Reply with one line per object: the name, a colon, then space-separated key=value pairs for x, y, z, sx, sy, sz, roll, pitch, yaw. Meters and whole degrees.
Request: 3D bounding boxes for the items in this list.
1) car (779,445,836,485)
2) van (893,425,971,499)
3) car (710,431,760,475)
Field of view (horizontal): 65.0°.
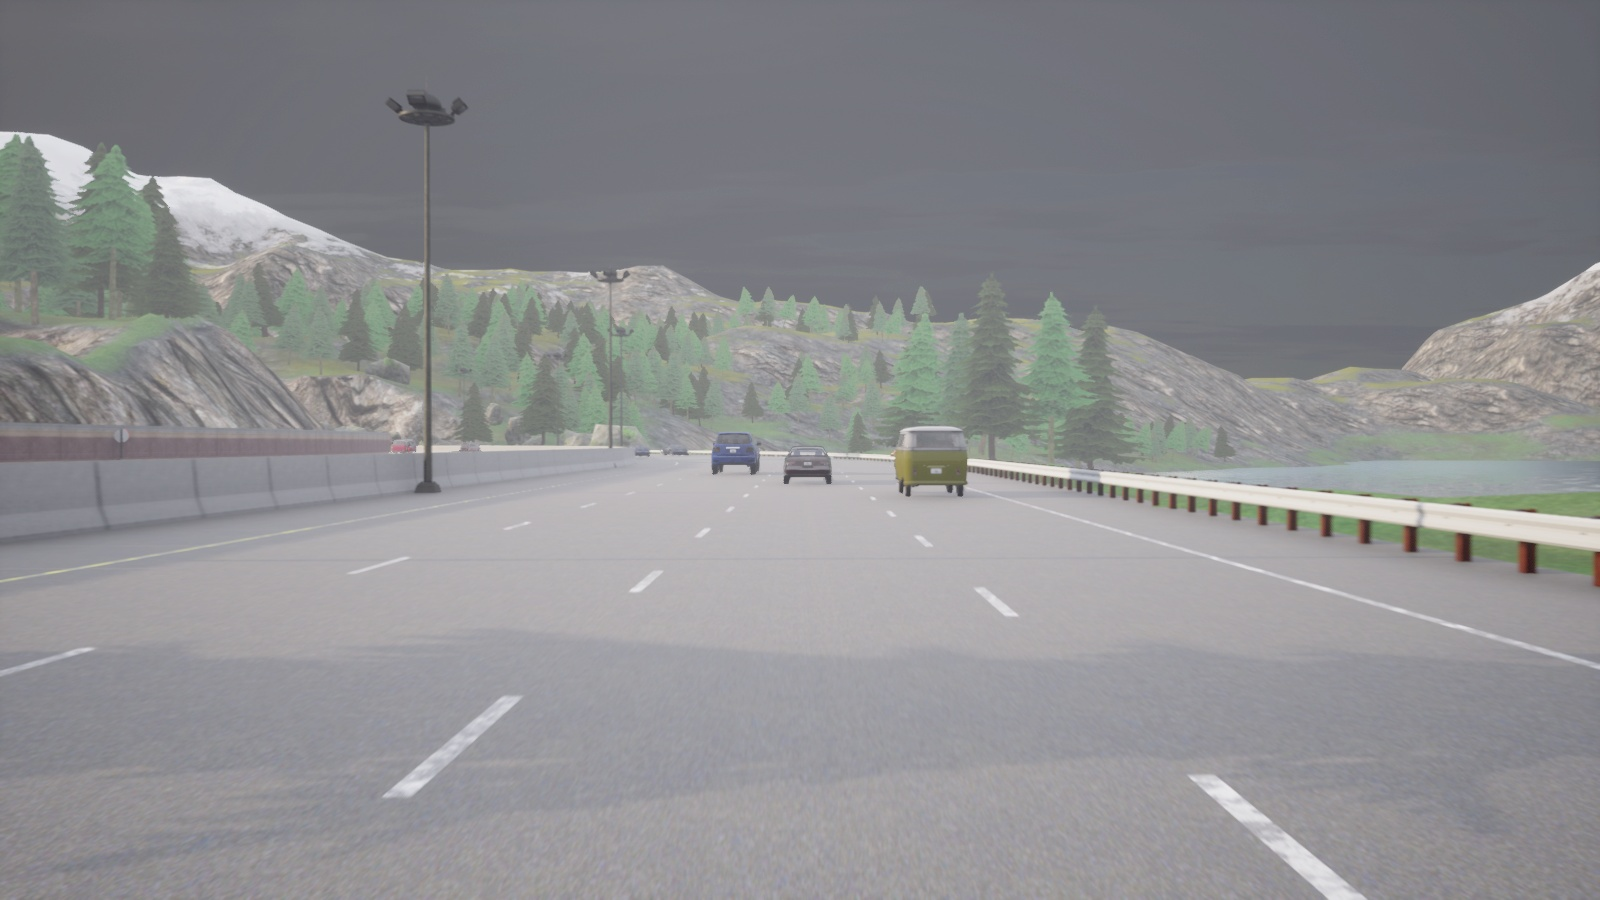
car: x=0.291 y=0.527 z=48.005 sx=2.033 sy=1.411 sz=5.357 roll=0 pitch=0 yaw=0
van: x=3.722 y=0.303 z=36.062 sx=1.775 sy=1.987 sz=4.442 roll=0 pitch=0 yaw=0
car: x=-3.130 y=0.119 z=61.704 sx=2.150 sy=2.045 sz=5.566 roll=0 pitch=0 yaw=0
